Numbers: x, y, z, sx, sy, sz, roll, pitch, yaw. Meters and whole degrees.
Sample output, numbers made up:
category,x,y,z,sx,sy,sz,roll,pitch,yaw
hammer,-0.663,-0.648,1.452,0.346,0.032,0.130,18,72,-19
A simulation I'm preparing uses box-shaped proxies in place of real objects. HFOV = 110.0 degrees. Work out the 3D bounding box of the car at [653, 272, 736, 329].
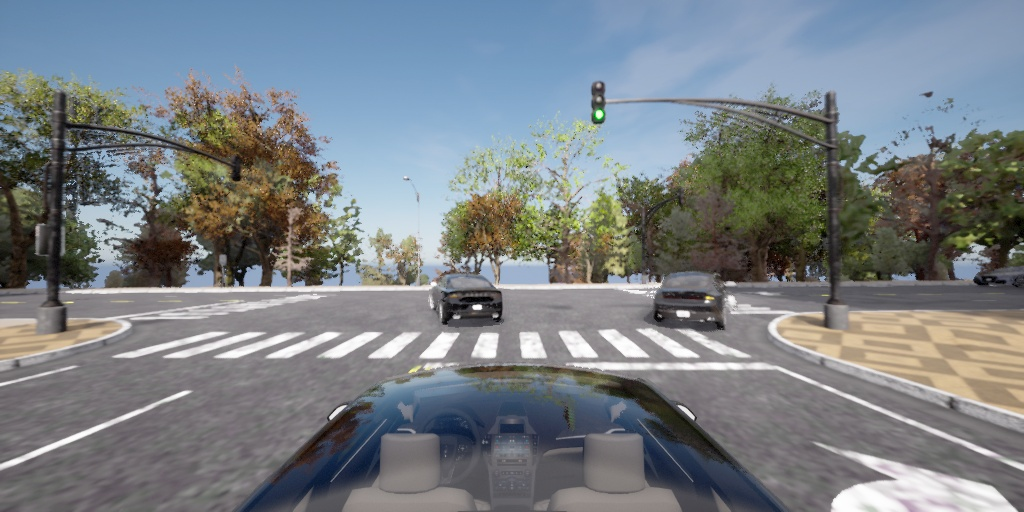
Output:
category,x,y,z,sx,sy,sz,roll,pitch,yaw
car,5.944,1.243,11.620,1.837,1.490,4.892,-2,0,34

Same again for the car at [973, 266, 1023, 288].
category,x,y,z,sx,sy,sz,roll,pitch,yaw
car,33.702,1.360,23.872,4.181,1.385,1.994,-1,-2,0

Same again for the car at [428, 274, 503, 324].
category,x,y,z,sx,sy,sz,roll,pitch,yaw
car,-1.791,1.365,12.844,1.882,1.535,5.008,1,-1,-18
